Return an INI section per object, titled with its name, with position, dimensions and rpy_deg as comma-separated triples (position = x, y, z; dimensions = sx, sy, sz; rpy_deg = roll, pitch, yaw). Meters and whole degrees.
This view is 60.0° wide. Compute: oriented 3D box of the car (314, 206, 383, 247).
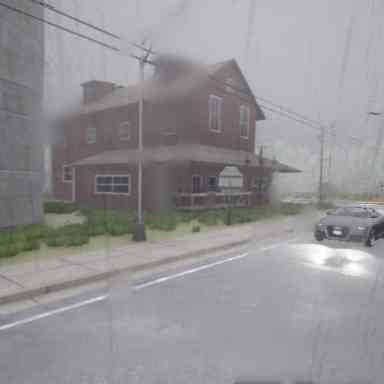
[car]
position = 6.593, 1.272, 13.613
dimensions = 1.994, 1.385, 4.181
rpy_deg = 2, 2, 40
